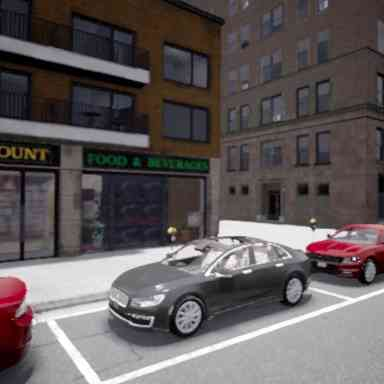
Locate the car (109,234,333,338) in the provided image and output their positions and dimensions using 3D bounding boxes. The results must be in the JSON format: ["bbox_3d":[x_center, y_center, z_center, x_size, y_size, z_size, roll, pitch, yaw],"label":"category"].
[{"bbox_3d":[0.569,1.595,6.593,4.403,1.369,2.008,1,0,-35],"label":"car"}]

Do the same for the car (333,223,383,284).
[{"bbox_3d":[5.195,1.649,9.892,4.507,1.381,1.887,1,0,-35],"label":"car"}]

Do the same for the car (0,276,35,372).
[{"bbox_3d":[-4.057,1.529,3.294,4.507,1.381,1.887,1,0,-35],"label":"car"}]
